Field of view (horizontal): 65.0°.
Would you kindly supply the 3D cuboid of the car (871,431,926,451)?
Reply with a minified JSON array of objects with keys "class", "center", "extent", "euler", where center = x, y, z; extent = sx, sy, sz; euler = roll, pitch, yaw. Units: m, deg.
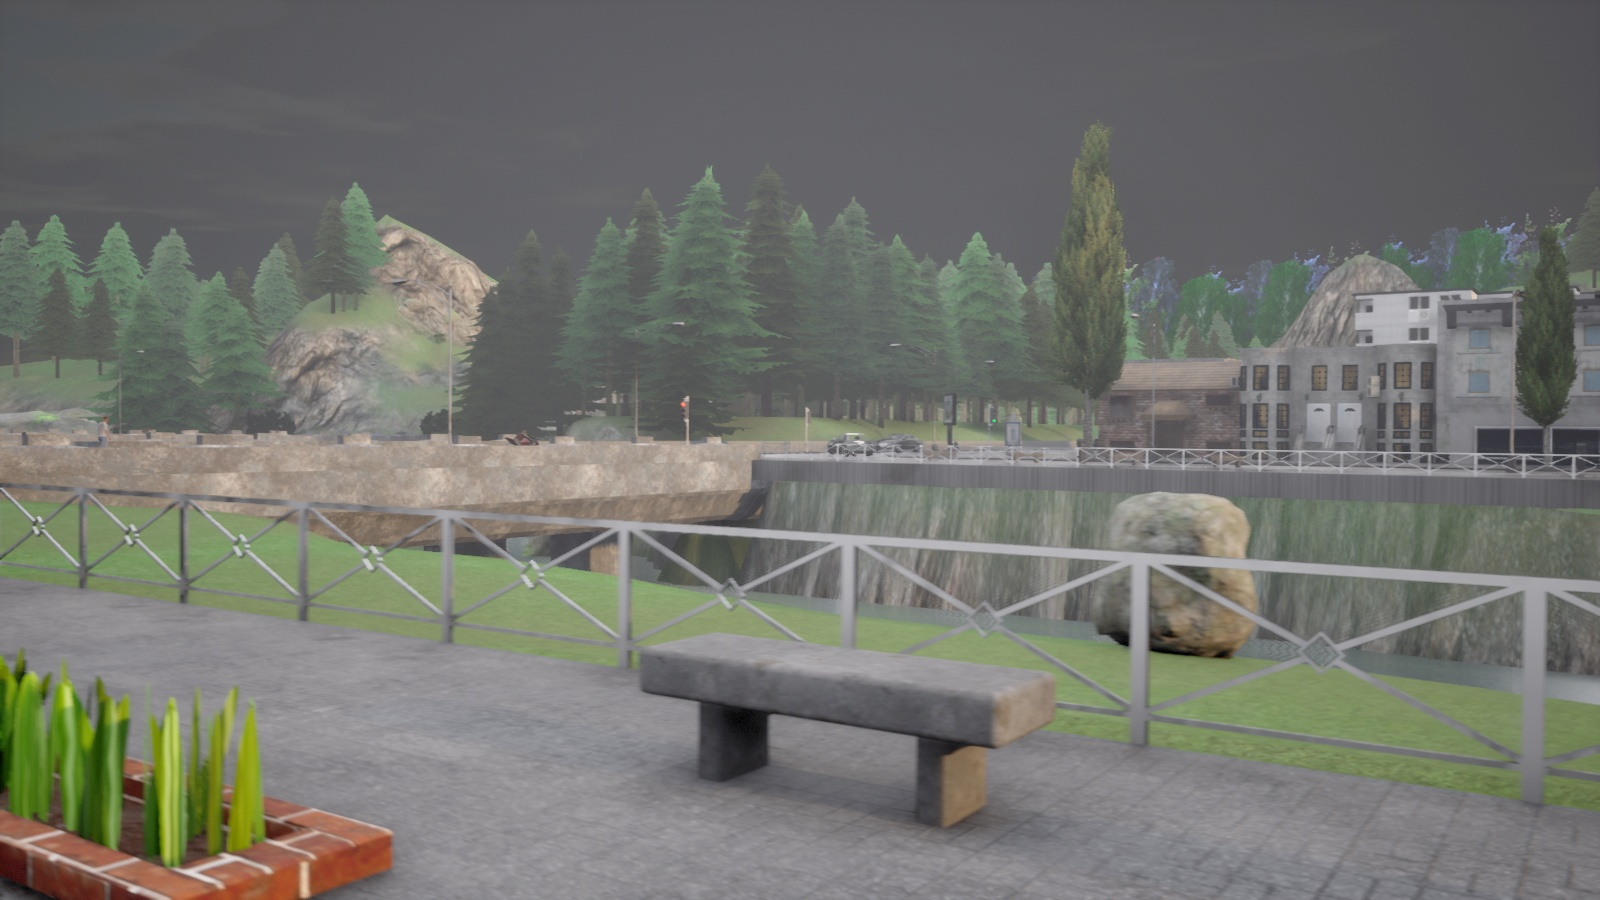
[{"class":"car","center":[7.564,-0.695,96.319],"extent":[2.128,1.511,4.902],"euler":[0,1,33]}]

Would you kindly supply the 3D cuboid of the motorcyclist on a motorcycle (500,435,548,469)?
[{"class":"motorcyclist on a motorcycle","center":[-12.828,0.086,58.398],"extent":[0.866,1.530,2.191],"euler":[0,1,34]}]

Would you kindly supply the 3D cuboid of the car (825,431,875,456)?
[{"class":"car","center":[3.123,-0.413,79.141],"extent":[1.970,1.475,3.806],"euler":[-1,1,-18]}]

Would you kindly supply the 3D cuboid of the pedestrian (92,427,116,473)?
[{"class":"pedestrian","center":[-28.012,0.005,50.539],"extent":[0.354,1.836,0.706],"euler":[0,1,35]}]
